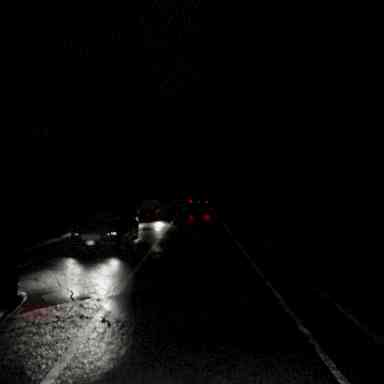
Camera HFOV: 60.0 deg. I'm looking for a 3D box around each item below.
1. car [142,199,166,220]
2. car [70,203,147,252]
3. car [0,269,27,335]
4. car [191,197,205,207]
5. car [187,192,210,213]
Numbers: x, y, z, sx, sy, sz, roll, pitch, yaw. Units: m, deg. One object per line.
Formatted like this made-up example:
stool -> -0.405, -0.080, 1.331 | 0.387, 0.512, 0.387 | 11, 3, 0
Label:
car -> -3.161, 1.315, 26.352 | 1.882, 1.535, 5.008 | 0, 1, 1
car -> -3.389, 1.431, 13.659 | 2.128, 1.511, 4.902 | 0, 0, 1
car -> -3.585, 1.533, 2.917 | 2.033, 1.411, 5.357 | 0, 0, 2
car -> 0.879, 1.438, 48.612 | 1.994, 1.385, 4.181 | 0, 0, 1
car -> 0.651, 1.043, 34.058 | 2.150, 2.045, 5.566 | 0, 0, 1
